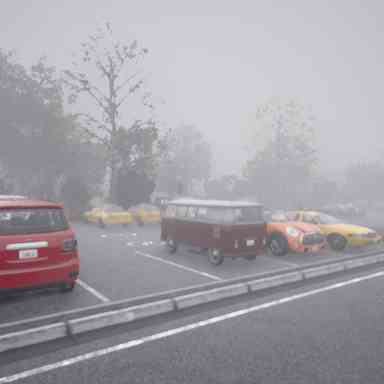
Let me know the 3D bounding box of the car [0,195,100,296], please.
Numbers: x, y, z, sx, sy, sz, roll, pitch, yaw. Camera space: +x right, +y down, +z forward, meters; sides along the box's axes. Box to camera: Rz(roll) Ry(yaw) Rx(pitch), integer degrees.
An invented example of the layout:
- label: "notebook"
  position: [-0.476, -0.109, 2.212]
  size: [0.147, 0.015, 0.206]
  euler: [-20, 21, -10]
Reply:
- label: "car"
  position: [-4.475, 1.198, 8.071]
  size: [2.435, 2.045, 5.566]
  euler: [0, 0, -36]

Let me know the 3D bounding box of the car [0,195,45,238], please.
- label: "car"
  position: [-10.300, 1.206, 18.933]
  size: [2.435, 2.045, 5.566]
  euler: [0, 0, -36]

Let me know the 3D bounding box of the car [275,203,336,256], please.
- label: "car"
  position: [3.008, 1.397, 13.472]
  size: [2.185, 1.767, 4.553]
  euler: [1, -1, -36]

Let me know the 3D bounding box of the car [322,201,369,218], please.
- label: "car"
  position: [18.181, 2.053, 39.501]
  size: [2.185, 1.767, 4.553]
  euler: [2, -1, -35]

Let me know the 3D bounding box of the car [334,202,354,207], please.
- label: "car"
  position: [15.632, 2.121, 37.609]
  size: [2.002, 1.452, 4.674]
  euler: [2, -1, -36]

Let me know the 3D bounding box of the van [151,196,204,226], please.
- label: "van"
  position: [-1.182, 1.348, 25.392]
  size: [1.878, 1.987, 4.442]
  euler: [1, -1, -36]

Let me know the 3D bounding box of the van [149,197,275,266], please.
- label: "van"
  position: [0.494, 1.266, 11.767]
  size: [1.878, 1.987, 4.442]
  euler: [1, 0, -36]

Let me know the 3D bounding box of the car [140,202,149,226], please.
- label: "car"
  position: [-3.628, 1.531, 24.002]
  size: [1.946, 1.575, 5.366]
  euler: [1, -1, -36]

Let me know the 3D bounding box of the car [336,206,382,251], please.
- label: "car"
  position: [5.500, 1.560, 15.001]
  size: [1.946, 1.575, 5.366]
  euler: [1, -1, -36]

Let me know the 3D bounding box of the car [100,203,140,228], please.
- label: "car"
  position: [-5.787, 1.500, 22.447]
  size: [1.946, 1.575, 5.366]
  euler: [1, 0, -36]
